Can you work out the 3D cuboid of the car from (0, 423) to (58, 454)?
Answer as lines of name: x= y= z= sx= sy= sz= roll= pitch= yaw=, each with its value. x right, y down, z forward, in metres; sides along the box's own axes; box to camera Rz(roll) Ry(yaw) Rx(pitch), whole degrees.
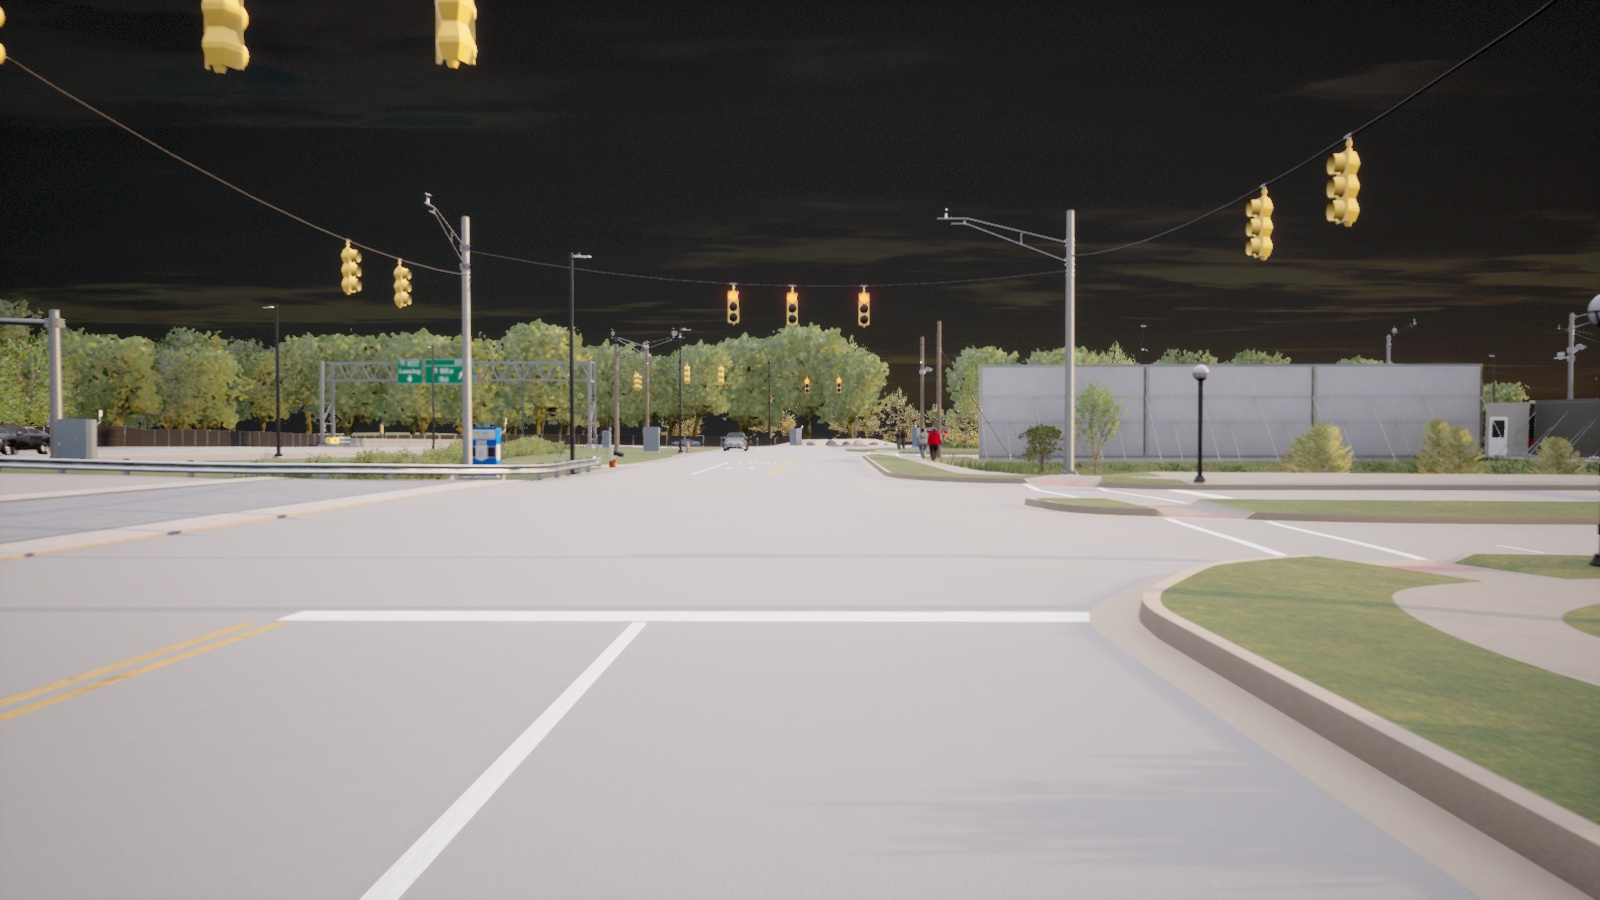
car: x=-40.594 y=-0.578 z=64.411 sx=2.128 sy=1.511 sz=4.902 roll=0 pitch=0 yaw=1

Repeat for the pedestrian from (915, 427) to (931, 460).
pedestrian: x=7.013 y=-0.396 z=71.709 sx=0.874 sy=1.855 sz=0.900 roll=0 pitch=2 yaw=1

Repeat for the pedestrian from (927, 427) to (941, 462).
pedestrian: x=7.089 y=-0.310 z=66.366 sx=0.634 sy=1.844 sz=0.899 roll=0 pitch=2 yaw=0
